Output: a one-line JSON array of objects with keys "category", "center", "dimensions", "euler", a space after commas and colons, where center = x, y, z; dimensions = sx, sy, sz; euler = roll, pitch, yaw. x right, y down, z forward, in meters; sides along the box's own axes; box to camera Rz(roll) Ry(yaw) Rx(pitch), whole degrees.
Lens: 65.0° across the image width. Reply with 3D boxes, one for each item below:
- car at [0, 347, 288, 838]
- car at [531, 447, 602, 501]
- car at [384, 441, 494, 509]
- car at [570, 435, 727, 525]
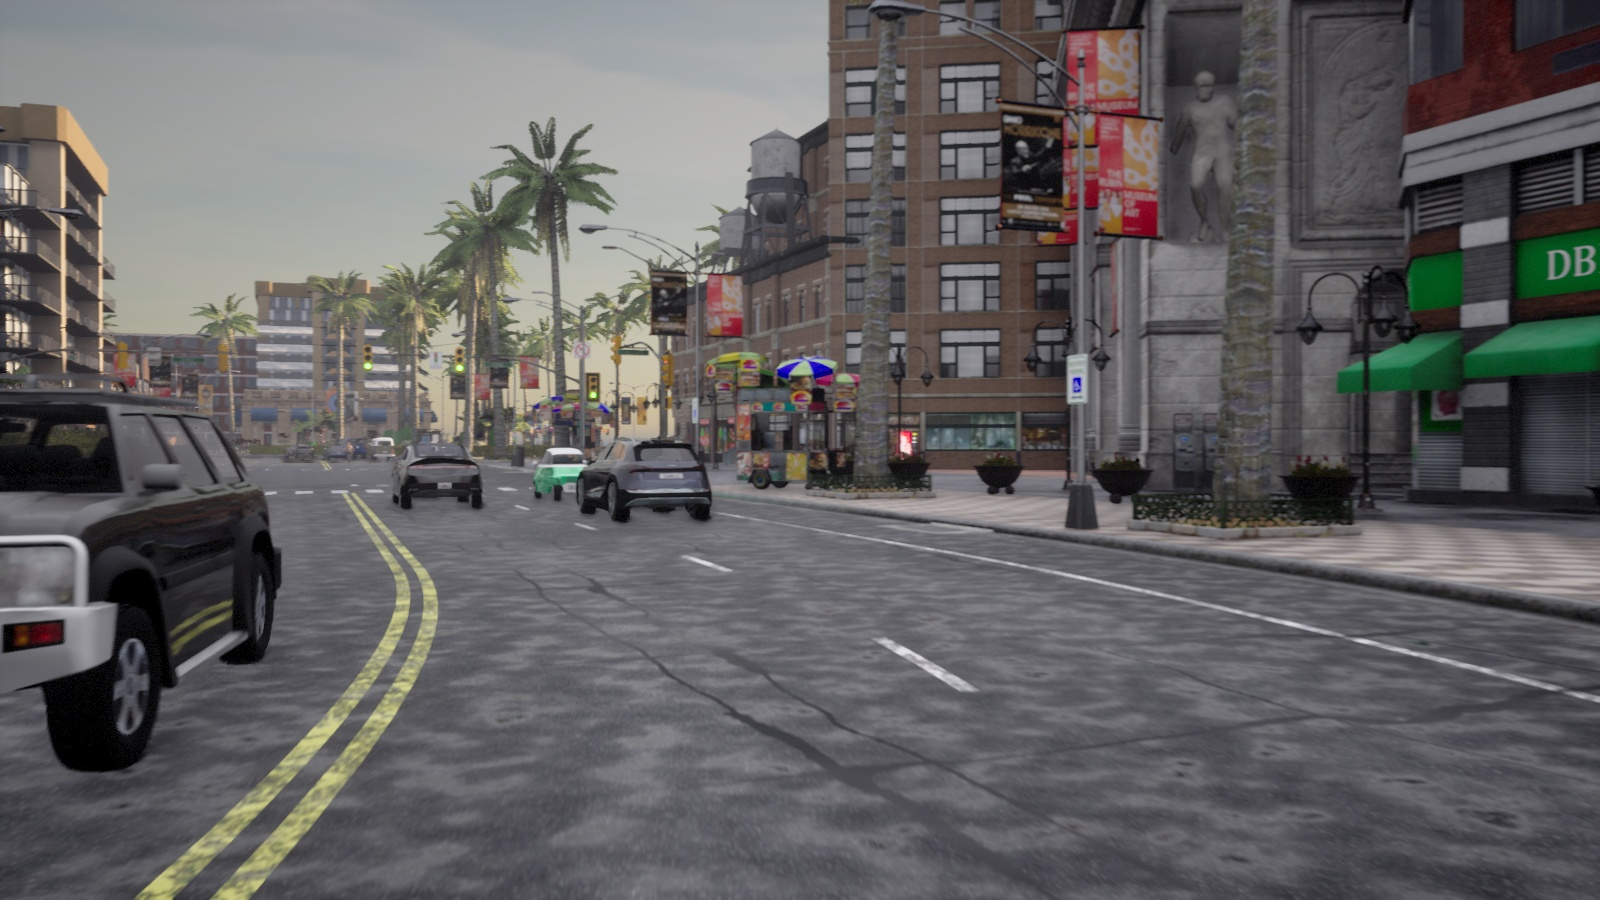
[{"category": "car", "center": [-4.245, 0.525, 6.827], "dimensions": [1.932, 1.855, 4.605], "euler": [0, 0, -12]}, {"category": "car", "center": [-6.283, 0.612, 33.605], "dimensions": [1.481, 1.376, 2.207], "euler": [0, 1, -21]}, {"category": "car", "center": [-8.865, 0.532, 30.578], "dimensions": [2.128, 1.511, 4.902], "euler": [0, 0, -21]}, {"category": "car", "center": [-3.228, 0.533, 25.737], "dimensions": [2.033, 1.649, 4.856], "euler": [0, 1, -22]}]
